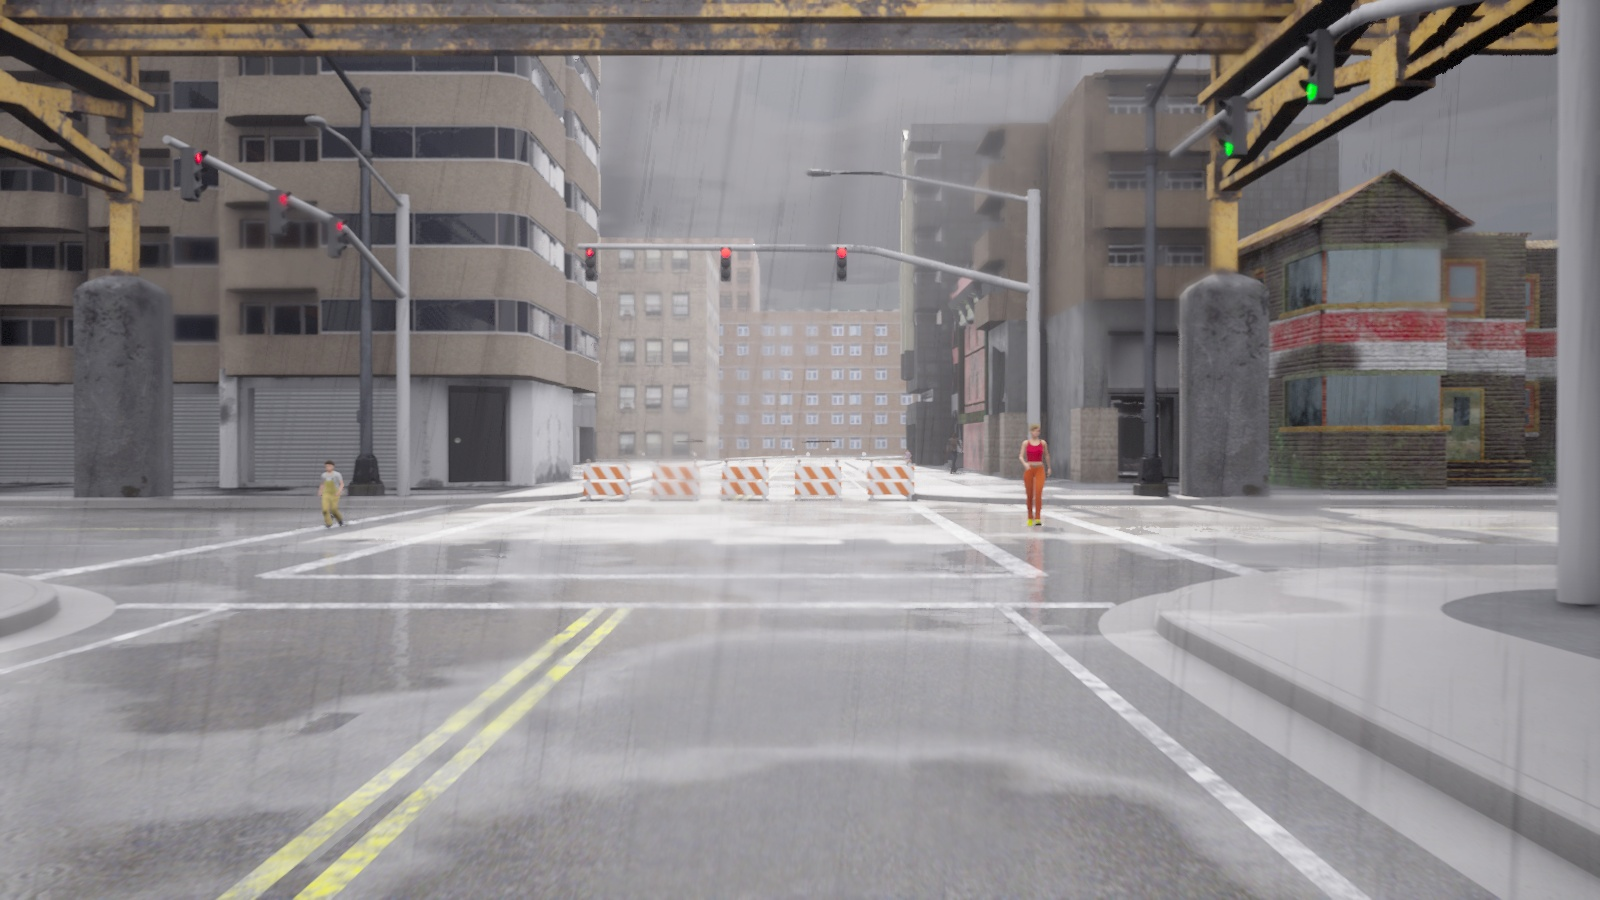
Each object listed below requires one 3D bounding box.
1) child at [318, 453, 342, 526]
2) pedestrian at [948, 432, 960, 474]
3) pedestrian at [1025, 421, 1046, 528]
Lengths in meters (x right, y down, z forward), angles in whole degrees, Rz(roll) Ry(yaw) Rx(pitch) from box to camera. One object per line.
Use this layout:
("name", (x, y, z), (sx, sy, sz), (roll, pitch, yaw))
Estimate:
("child", (-8.246, 0.691, 22.034), (0.270, 1.263, 0.437), (0, 0, 0))
("pedestrian", (6.648, 0.112, 54.121), (0.328, 1.805, 0.869), (0, 0, -7))
("pedestrian", (4.141, 0.423, 22.061), (0.345, 1.836, 0.594), (0, 0, 11))
